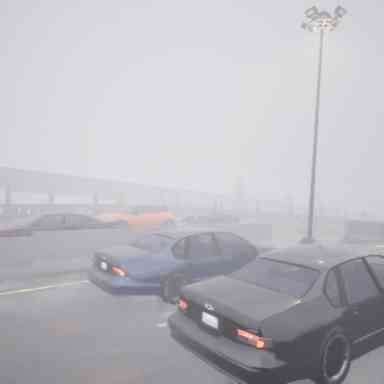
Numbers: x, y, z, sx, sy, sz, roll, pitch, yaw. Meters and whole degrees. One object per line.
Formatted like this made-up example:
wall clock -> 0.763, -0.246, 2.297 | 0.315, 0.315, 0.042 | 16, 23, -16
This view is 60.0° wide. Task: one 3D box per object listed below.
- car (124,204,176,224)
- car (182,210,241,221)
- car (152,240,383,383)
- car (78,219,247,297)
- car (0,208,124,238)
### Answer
car -> -3.192, 1.465, 18.907 | 4.553, 1.767, 2.097 | 2, -1, -35
car -> 1.585, 2.091, 26.608 | 4.718, 1.301, 1.895 | 4, -2, -35
car -> 2.255, 1.586, 5.352 | 5.357, 1.411, 2.033 | 1, -1, -35
car -> 0.261, 1.587, 8.229 | 5.357, 1.411, 2.033 | 1, -1, -35
car -> -5.481, 1.491, 12.978 | 5.008, 1.535, 1.882 | 0, 0, -35
